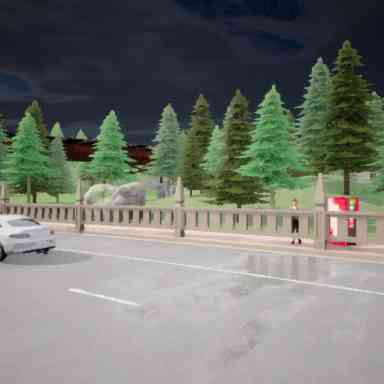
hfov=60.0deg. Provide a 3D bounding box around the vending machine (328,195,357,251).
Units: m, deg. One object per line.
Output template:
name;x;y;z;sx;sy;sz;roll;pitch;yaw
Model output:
vending machine;6.094;1.195;13.456;0.880;2.100;1.100;0;0;33

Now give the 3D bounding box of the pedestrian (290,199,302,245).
pedestrian;4.050;1.142;13.015;0.375;1.860;0.375;0;0;33

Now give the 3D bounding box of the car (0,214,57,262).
car;-6.910;1.526;11.943;4.674;1.442;1.812;0;0;28
